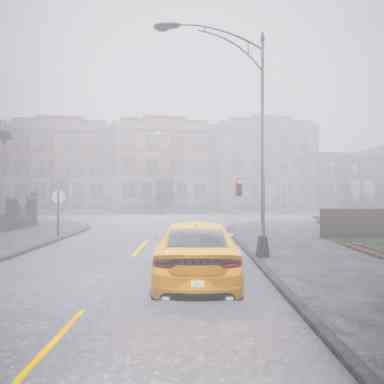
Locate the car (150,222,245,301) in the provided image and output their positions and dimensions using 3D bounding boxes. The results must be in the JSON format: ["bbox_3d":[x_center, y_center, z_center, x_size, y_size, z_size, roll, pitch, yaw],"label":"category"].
[{"bbox_3d":[0.107,1.478,8.375,1.882,1.535,5.008,0,0,0],"label":"car"}]
